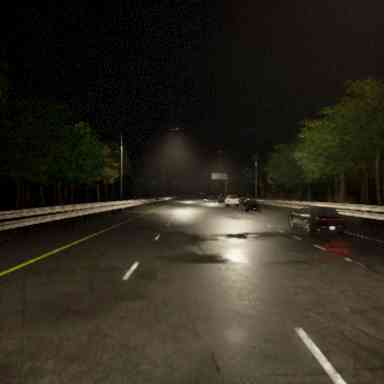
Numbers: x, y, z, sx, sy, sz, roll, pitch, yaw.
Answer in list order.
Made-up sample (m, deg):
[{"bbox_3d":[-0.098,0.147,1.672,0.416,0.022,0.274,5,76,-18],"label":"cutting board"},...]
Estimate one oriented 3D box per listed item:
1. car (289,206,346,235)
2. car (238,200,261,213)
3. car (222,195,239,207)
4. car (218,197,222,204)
[{"bbox_3d":[7.008,1.562,19.019,1.837,1.490,4.892,0,0,0],"label":"car"},{"bbox_3d":[7.064,1.754,39.746,1.812,1.442,4.674,0,-1,0],"label":"car"},{"bbox_3d":[7.162,1.625,59.827,2.150,2.045,5.566,0,-1,0],"label":"car"},{"bbox_3d":[7.306,1.941,80.045,2.097,1.767,4.553,0,-1,0],"label":"car"}]
